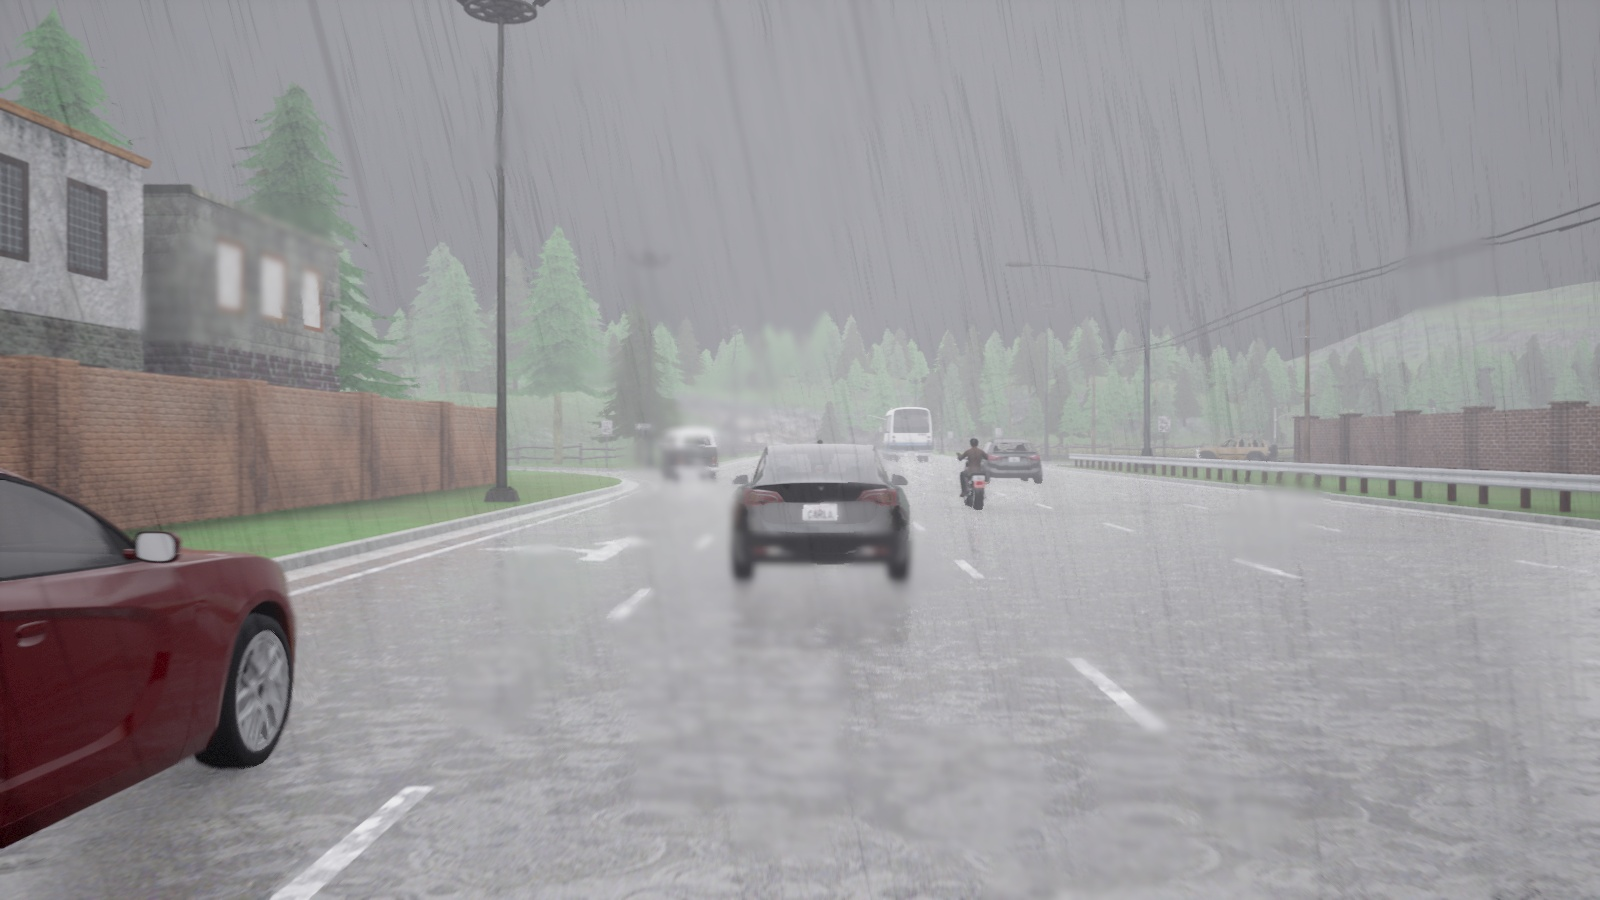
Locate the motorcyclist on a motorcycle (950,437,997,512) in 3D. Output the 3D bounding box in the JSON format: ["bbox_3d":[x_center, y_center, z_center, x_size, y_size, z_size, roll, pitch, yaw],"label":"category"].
[{"bbox_3d":[3.949,0.538,28.756,0.766,1.649,2.350,0,0,1],"label":"motorcyclist on a motorcycle"}]

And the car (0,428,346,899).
[{"bbox_3d":[-3.420,0.697,4.265,1.882,1.535,5.008,0,0,1],"label":"car"}]

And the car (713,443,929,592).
[{"bbox_3d":[0.242,0.662,14.994,2.163,1.488,4.792,0,0,1],"label":"car"}]

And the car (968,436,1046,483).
[{"bbox_3d":[7.729,0.330,47.350,2.242,1.667,4.611,0,0,1],"label":"car"}]

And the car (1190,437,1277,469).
[{"bbox_3d":[26.110,0.159,75.694,4.605,1.855,1.932,0,1,32],"label":"car"}]

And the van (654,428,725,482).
[{"bbox_3d":[-4.422,0.186,49.585,2.069,2.038,4.480,1,0,-14],"label":"van"}]
